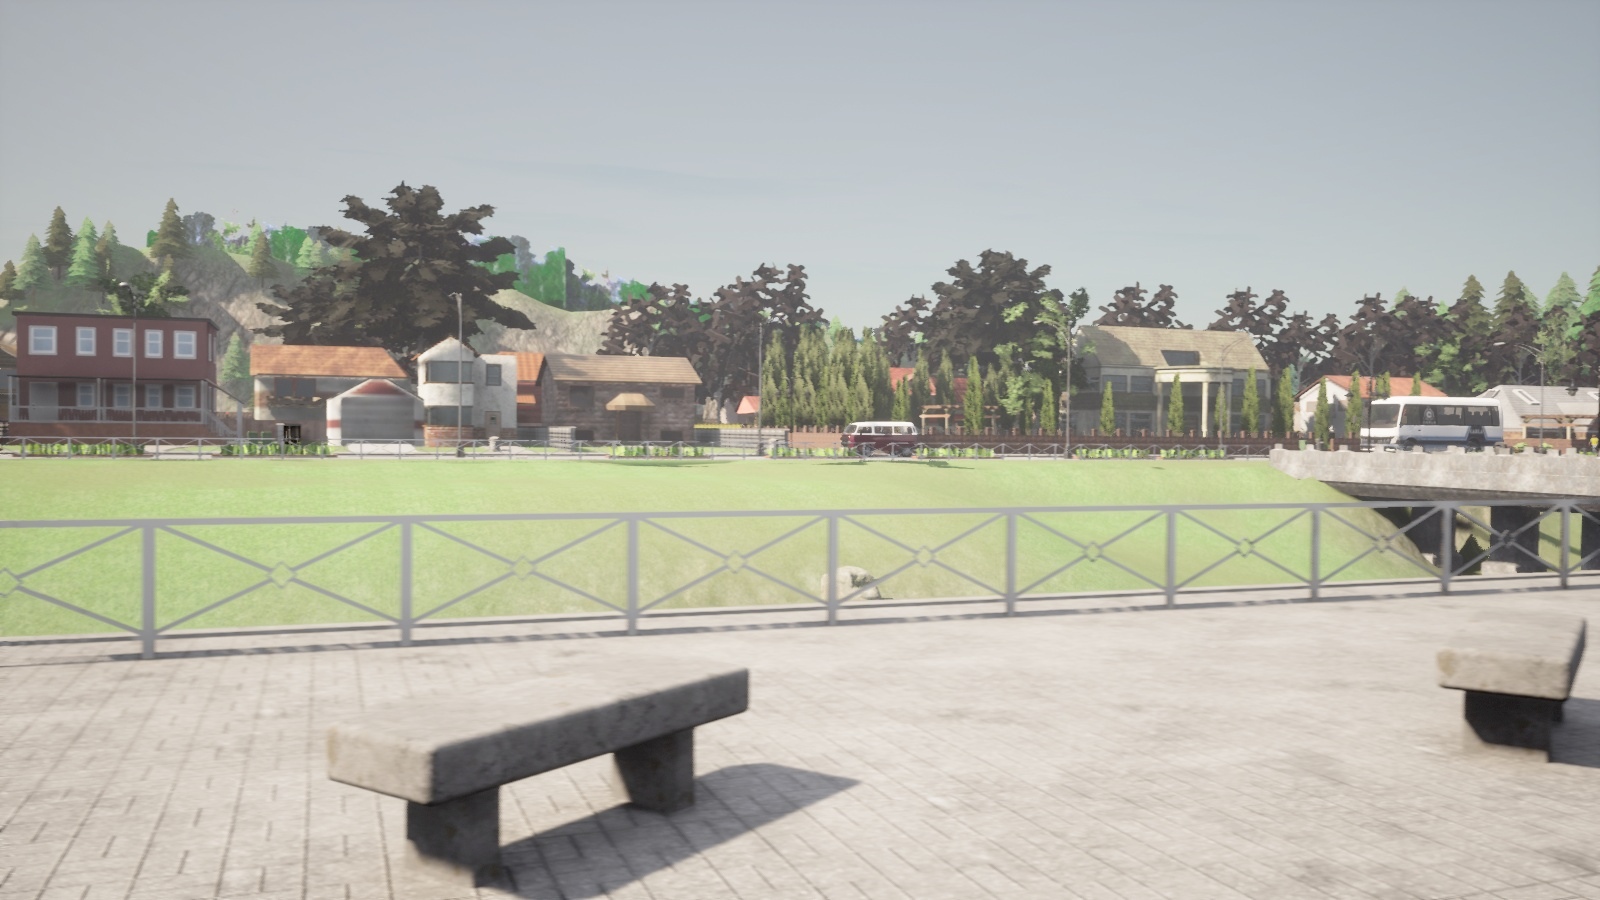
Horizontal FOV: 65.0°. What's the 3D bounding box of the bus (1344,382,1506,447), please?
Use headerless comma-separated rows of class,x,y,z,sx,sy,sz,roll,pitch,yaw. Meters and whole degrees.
bus,42.790,-2.440,85.980,10.273,4.253,3.944,-1,1,-21

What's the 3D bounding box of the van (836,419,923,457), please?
van,4.511,-0.690,71.470,4.480,2.038,2.069,-1,1,-21
